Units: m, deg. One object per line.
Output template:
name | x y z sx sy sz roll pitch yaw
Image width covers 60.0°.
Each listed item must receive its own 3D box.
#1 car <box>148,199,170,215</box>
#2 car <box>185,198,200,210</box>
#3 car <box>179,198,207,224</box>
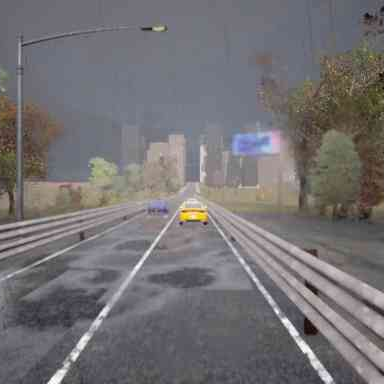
car | -3.358 1.466 33.927 1.882 1.535 5.008 0 0 0
car | 0.065 1.511 42.637 1.812 1.442 4.674 0 0 0
car | 0.093 1.469 24.433 1.882 1.535 5.008 0 0 0
